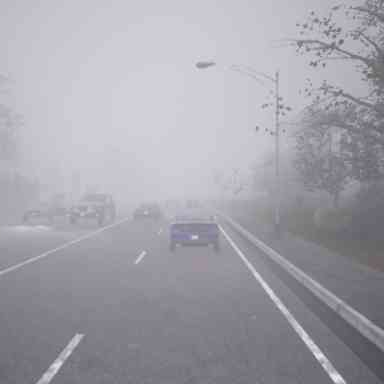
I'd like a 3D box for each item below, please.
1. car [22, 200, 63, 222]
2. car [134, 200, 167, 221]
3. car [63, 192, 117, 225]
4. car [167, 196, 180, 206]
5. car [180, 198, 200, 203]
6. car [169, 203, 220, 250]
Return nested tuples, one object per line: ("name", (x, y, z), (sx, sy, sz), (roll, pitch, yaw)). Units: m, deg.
("car", (-10.503, 1.285, 24.077), (1.994, 1.385, 4.181), (0, 0, 0))
("car", (-3.373, 1.474, 26.639), (1.994, 1.385, 4.181), (0, 0, 0))
("car", (-7.003, 1.060, 24.035), (2.150, 2.045, 5.566), (0, 0, 0))
("car", (-2.568, 1.304, 46.453), (1.994, 1.385, 4.181), (0, 1, 5))
("car", (0.084, 1.404, 34.056), (2.033, 1.411, 5.357), (0, 0, -1))
("car", (0.094, 1.449, 14.168), (1.882, 1.535, 5.008), (0, 0, 0))
